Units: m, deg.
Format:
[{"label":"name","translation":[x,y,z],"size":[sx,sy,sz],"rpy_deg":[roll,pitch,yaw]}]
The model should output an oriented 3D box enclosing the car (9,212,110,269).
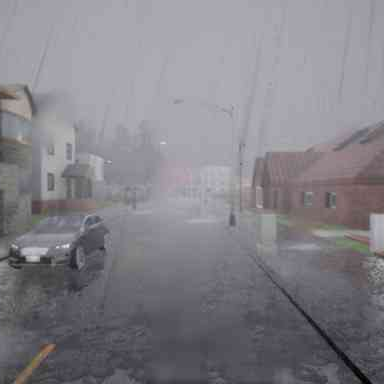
[{"label":"car","translation":[-4.079,1.447,11.015],"size":[2.128,1.511,4.902],"rpy_deg":[0,0,0]}]
